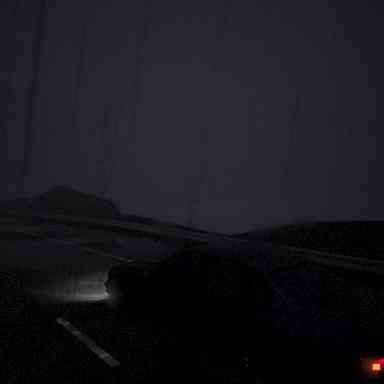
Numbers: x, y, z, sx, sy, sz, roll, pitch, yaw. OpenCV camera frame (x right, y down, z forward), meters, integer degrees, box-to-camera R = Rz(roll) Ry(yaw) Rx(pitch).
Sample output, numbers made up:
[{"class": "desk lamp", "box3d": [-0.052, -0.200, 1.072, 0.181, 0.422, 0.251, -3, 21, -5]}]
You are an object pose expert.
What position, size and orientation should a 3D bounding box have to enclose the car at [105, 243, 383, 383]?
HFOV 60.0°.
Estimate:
[{"class": "car", "box3d": [0.590, 1.548, 5.244, 2.033, 1.411, 5.357, 0, 0, -41]}]
